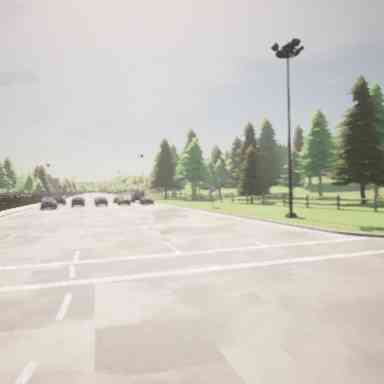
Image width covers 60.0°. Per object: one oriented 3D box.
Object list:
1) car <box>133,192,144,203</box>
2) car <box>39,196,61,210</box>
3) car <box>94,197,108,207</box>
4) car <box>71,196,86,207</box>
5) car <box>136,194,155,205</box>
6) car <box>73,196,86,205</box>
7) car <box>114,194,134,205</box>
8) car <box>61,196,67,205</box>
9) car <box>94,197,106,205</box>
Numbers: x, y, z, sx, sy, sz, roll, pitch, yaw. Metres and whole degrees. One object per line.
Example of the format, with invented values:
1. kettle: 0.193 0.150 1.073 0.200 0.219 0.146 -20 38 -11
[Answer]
1. car: -10.221 0.986 63.045 2.150 2.045 5.566 -1 0 -17
2. car: -19.530 1.635 45.614 1.812 1.442 4.674 -1 0 -17
3. car: -14.101 1.463 51.909 1.812 1.442 4.674 -1 0 -16
4. car: -17.791 1.499 52.028 1.882 1.535 5.008 -1 0 -17
5. car: -7.332 1.368 53.718 1.895 1.301 4.718 -1 0 -17
6. car: -20.534 1.510 60.930 2.128 1.511 4.902 -1 0 -17
7. car: -11.070 1.453 53.984 1.895 1.301 4.718 -1 0 -16
8. car: -23.565 1.454 59.151 2.097 1.767 4.553 -1 0 -17
9. car: -16.739 1.536 60.418 1.895 1.301 4.718 -1 0 -17
